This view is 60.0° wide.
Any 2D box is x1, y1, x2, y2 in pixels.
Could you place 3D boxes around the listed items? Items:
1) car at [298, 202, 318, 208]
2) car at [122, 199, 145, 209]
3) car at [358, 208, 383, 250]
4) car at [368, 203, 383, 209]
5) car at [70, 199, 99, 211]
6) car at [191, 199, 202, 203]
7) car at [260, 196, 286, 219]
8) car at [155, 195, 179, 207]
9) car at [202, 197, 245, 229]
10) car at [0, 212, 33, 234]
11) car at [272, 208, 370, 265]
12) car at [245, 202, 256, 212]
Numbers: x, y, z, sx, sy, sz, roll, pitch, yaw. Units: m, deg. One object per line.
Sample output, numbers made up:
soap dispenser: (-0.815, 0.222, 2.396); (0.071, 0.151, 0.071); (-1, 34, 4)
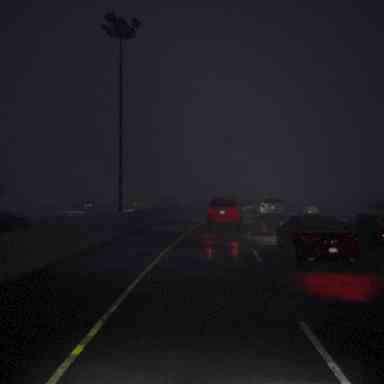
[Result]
car: (12.014, 1.741, 34.336); (1.812, 1.442, 4.674); (0, 0, 15)
car: (-8.854, 1.740, 50.299); (1.882, 1.535, 5.008); (0, -1, 19)
car: (8.091, 1.646, 14.621); (2.033, 1.411, 5.357); (0, 0, 7)
car: (12.900, 1.504, 22.574); (2.097, 1.767, 4.553); (0, 0, 10)
car: (-14.327, 1.725, 44.660); (1.837, 1.490, 4.892); (0, 0, 17)
car: (1.192, 1.885, 57.240); (1.994, 1.385, 4.181); (0, 0, 22)
car: (7.520, 1.410, 31.014); (2.150, 2.045, 5.566); (0, 0, 13)
car: (-3.938, 1.514, 53.689); (2.150, 2.045, 5.566); (0, 0, 21)
car: (2.328, 1.356, 23.095); (2.150, 2.045, 5.566); (0, 0, 10)
car: (-9.621, 1.614, 15.397); (2.033, 1.411, 5.357); (0, 0, 6)
car: (4.349, 1.555, 12.152); (1.882, 1.535, 5.008); (0, 0, 5)
car: (6.821, 1.845, 41.446); (1.895, 1.301, 4.718); (0, 0, 17)
